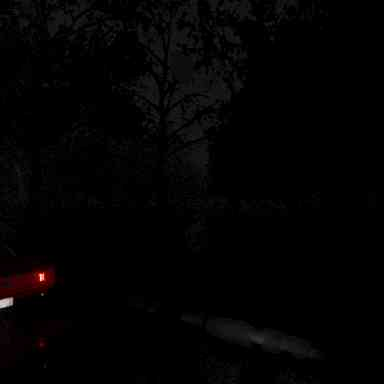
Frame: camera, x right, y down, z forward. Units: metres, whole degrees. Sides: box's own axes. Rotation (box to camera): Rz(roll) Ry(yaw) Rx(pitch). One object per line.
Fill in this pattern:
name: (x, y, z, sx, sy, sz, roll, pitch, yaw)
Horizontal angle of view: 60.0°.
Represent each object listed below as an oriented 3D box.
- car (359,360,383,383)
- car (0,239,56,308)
car: (3.162, 1.504, 1.122, 4.892, 1.490, 1.837, 0, 0, 35)
car: (-4.993, 1.611, 6.964, 4.718, 1.301, 1.895, 0, 0, 36)
